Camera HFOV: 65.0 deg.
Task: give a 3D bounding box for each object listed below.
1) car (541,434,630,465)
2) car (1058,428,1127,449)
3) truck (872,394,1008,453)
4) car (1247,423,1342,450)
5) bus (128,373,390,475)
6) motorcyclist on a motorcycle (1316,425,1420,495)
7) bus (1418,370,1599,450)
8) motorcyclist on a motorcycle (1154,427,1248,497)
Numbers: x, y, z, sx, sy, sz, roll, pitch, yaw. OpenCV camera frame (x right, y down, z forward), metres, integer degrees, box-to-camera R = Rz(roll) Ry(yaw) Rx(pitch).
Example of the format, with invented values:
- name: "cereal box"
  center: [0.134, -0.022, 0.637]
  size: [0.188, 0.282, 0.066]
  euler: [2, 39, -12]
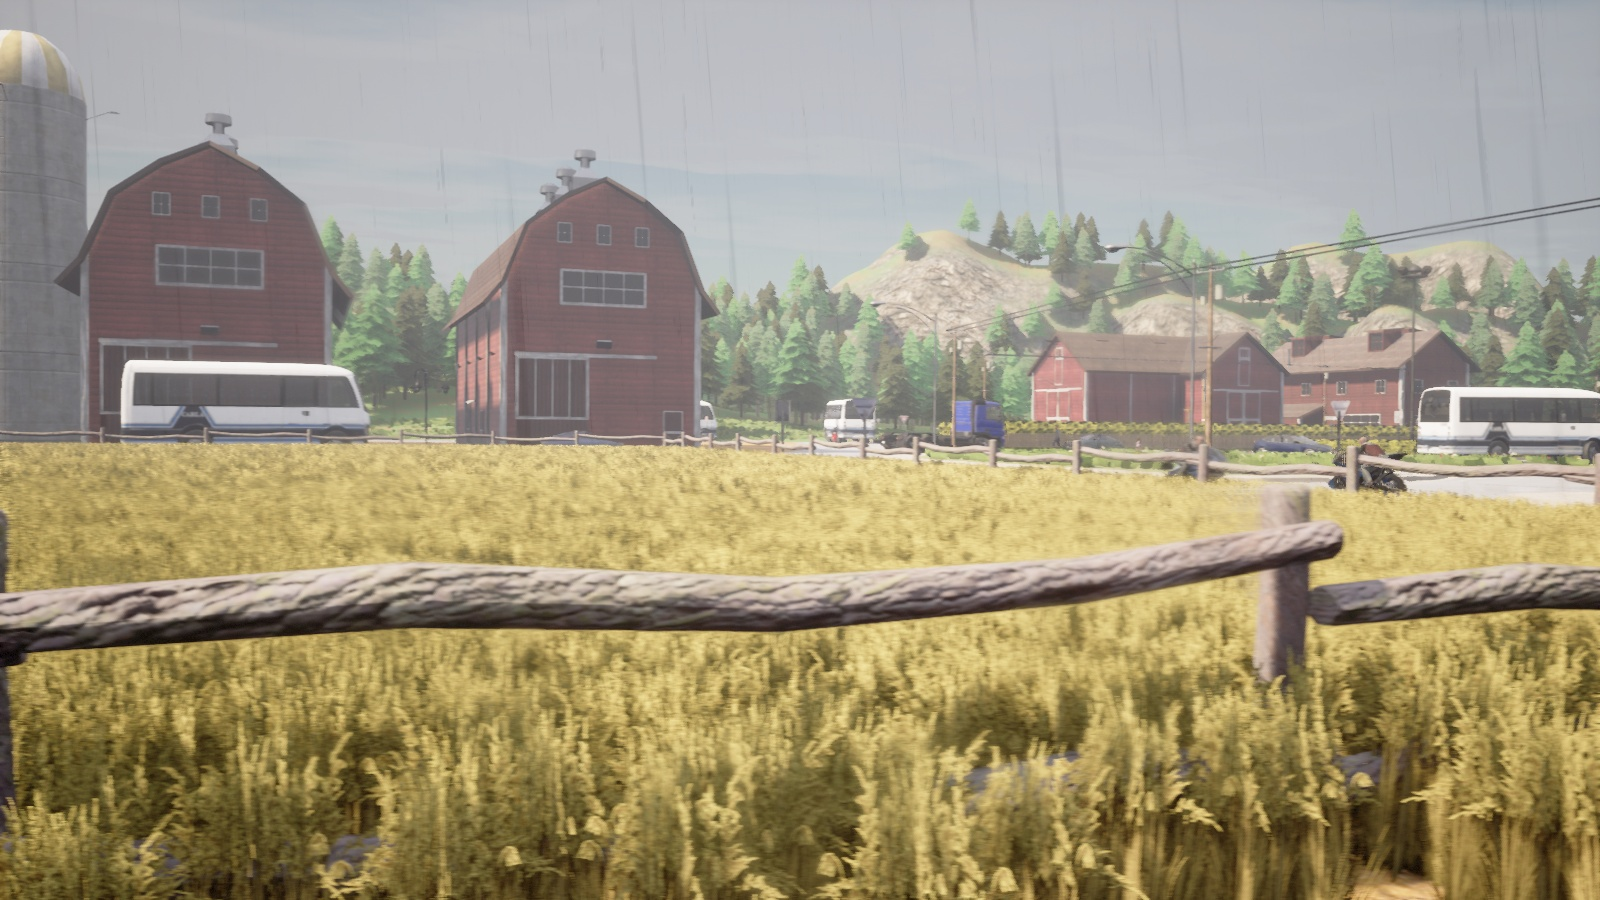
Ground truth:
- name: "car"
  center: [-10.487, -0.033, 61.231]
  size: [4.181, 1.385, 1.994]
  euler: [-1, 1, -11]
- name: "car"
  center: [19.843, -0.804, 85.272]
  size: [4.181, 1.385, 1.994]
  euler: [-1, 1, -21]
- name: "truck"
  center: [8.643, -1.628, 77.367]
  size: [7.936, 3.462, 2.891]
  euler: [0, 1, -25]
- name: "car"
  center: [29.189, -0.797, 74.284]
  size: [2.163, 1.488, 4.792]
  euler: [-1, 1, -36]
- name: "bus"
  center: [-23.912, -1.224, 55.987]
  size: [10.273, 4.253, 3.944]
  euler: [-1, 1, -23]
- name: "motorcyclist on a motorcycle"
  center: [12.953, 0.199, 28.718]
  size: [0.866, 1.530, 2.191]
  euler: [-1, 1, -21]
- name: "bus"
  center: [40.899, -2.258, 70.907]
  size: [10.273, 4.253, 3.944]
  euler: [-1, 1, -7]
- name: "motorcyclist on a motorcycle"
  center: [9.166, 0.243, 28.822]
  size: [0.866, 1.530, 2.191]
  euler: [-1, 1, -21]
